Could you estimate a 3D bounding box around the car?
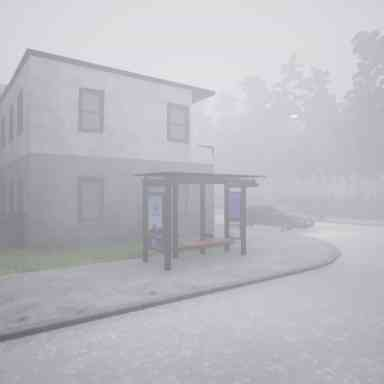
[{"bbox_3d":[5.187,1.504,20.644,1.837,1.490,4.892,0,0,-35],"label":"car"}]
